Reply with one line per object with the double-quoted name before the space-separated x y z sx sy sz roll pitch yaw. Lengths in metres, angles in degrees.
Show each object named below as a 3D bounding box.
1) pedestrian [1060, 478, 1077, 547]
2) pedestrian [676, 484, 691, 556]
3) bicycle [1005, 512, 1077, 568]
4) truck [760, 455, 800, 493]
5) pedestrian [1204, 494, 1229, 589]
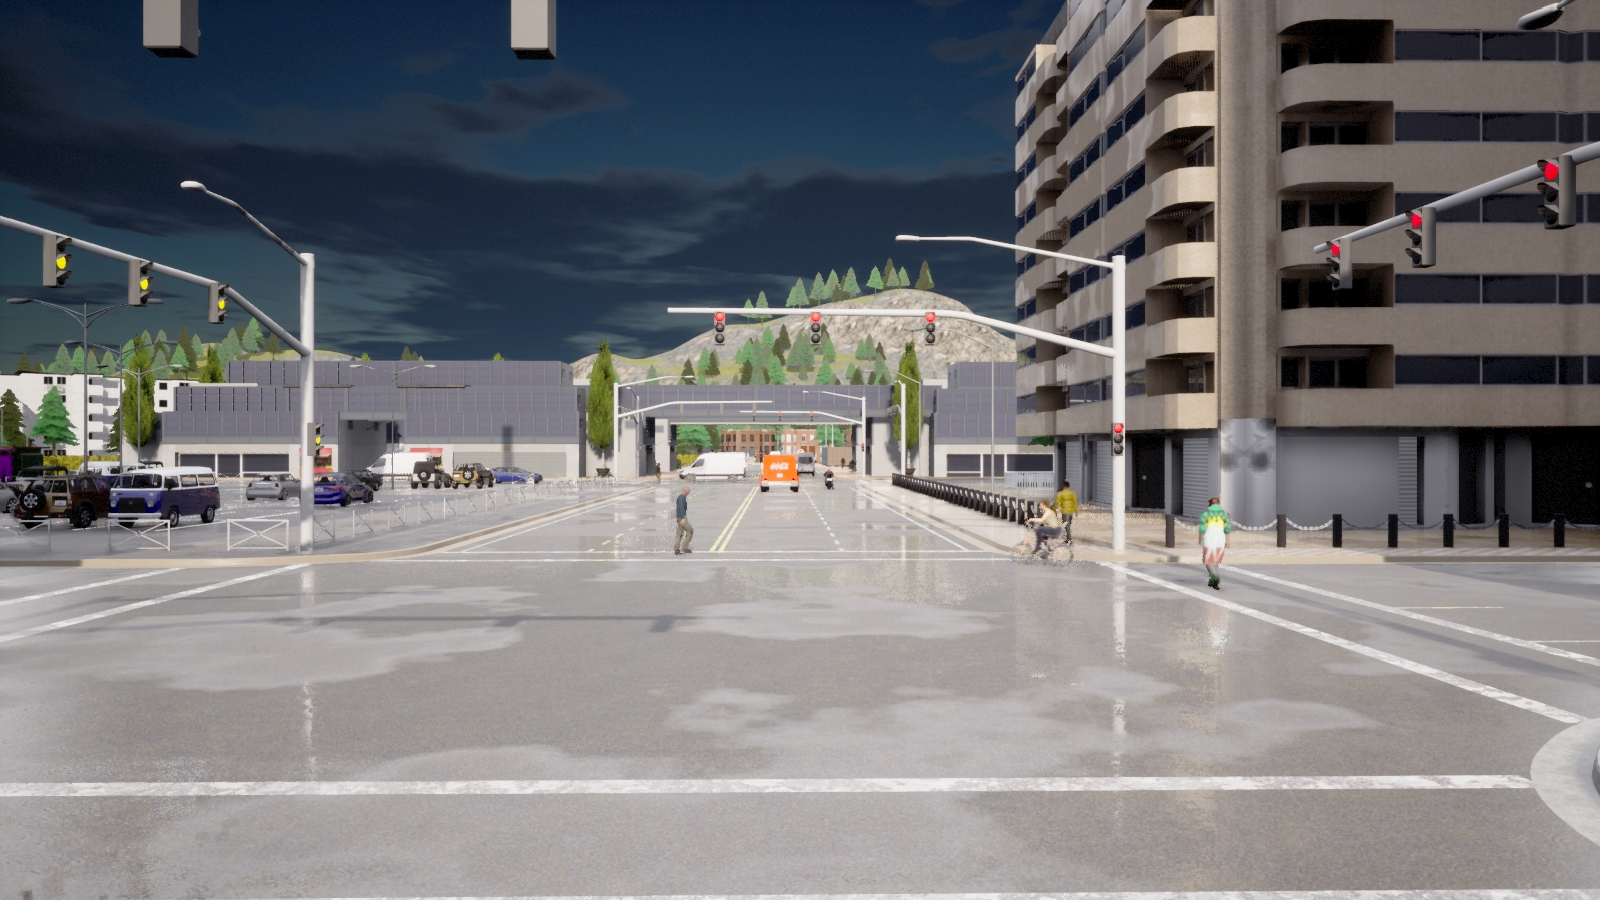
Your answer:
"pedestrian" 7.276 1.695 31.002 0.375 1.860 0.375 0 0 -1
"pedestrian" -3.073 1.836 30.040 0.375 1.860 0.375 0 0 -10
"bicycle" 5.754 2.134 27.219 1.487 1.276 0.859 0 -4 27
"truck" -1.366 1.564 77.071 2.627 2.467 5.204 0 0 -1
"pedestrian" 8.274 1.804 22.704 0.375 1.860 0.375 0 0 4
